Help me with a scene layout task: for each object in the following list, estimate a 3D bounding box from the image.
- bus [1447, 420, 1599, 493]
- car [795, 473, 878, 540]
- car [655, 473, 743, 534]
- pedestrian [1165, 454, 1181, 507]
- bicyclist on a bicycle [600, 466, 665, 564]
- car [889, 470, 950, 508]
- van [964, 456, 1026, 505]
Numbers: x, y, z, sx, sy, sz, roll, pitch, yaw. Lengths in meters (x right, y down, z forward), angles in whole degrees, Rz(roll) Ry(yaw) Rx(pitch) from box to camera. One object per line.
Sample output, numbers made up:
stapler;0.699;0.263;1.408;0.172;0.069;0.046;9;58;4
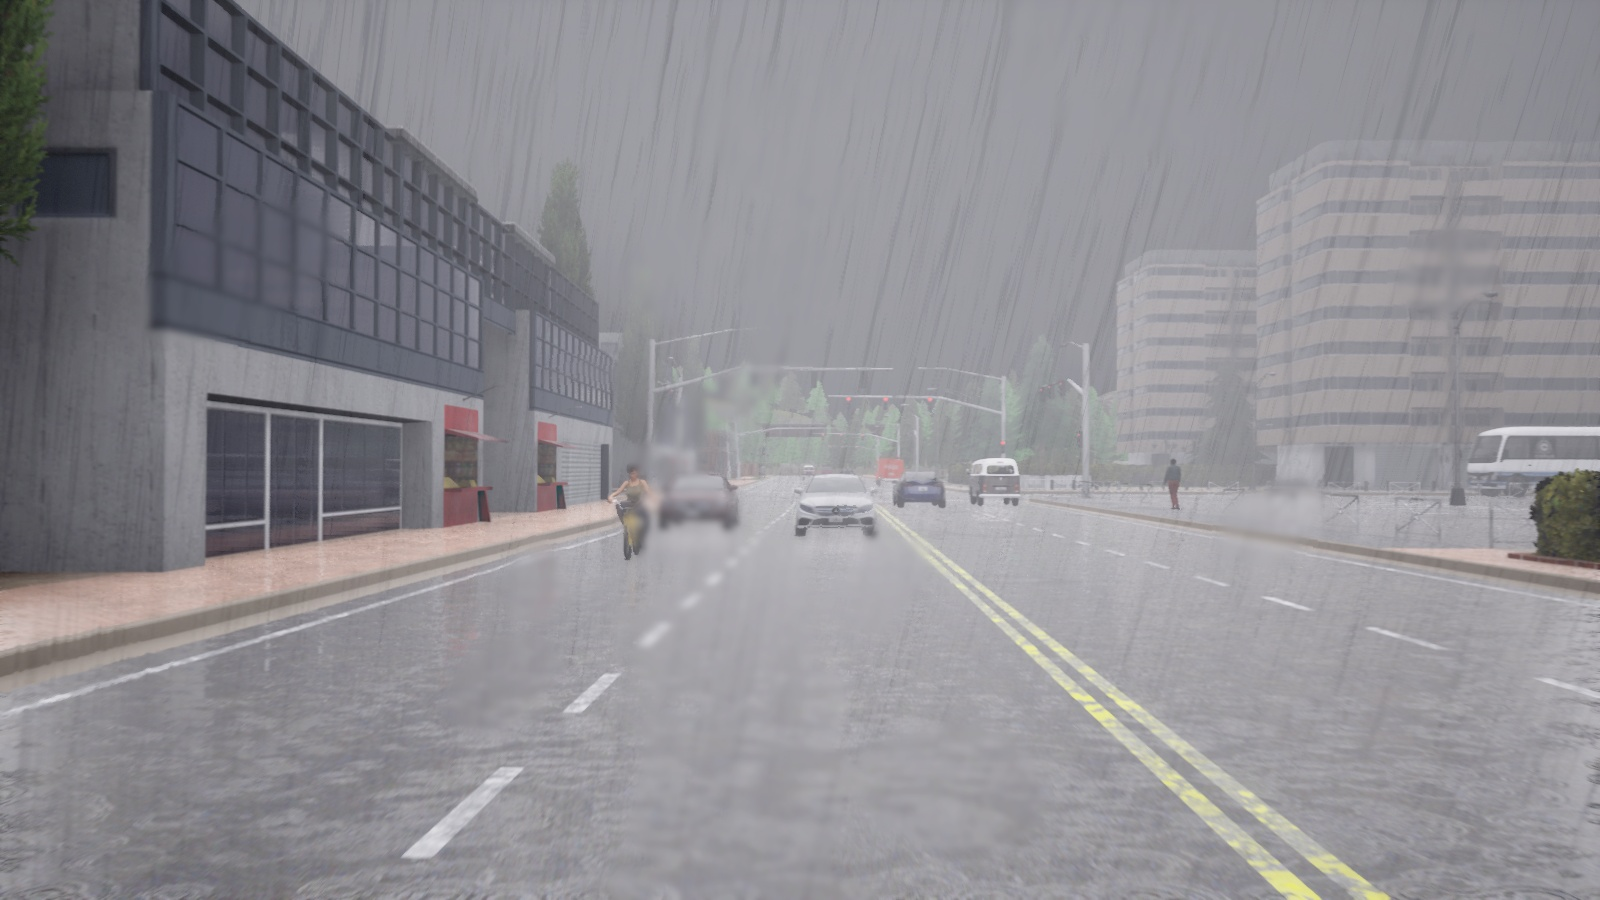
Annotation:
bus;45.113;0.385;75.602;10.273;4.253;3.944;0;-1;0
car;0.860;1.282;29.816;1.812;1.442;4.674;0;-1;1
car;-2.564;1.342;32.831;1.812;1.442;4.674;0;-1;1
pedestrian;13.243;1.087;44.636;0.353;1.847;0.614;0;-1;-3
bicyclist on a bicycle;-2.850;1.083;21.484;0.866;1.612;1.509;0;-1;2
car;4.918;1.578;52.314;2.163;1.488;4.792;0;-1;1
van;8.458;1.326;54.957;2.069;2.038;4.480;0;-1;1
